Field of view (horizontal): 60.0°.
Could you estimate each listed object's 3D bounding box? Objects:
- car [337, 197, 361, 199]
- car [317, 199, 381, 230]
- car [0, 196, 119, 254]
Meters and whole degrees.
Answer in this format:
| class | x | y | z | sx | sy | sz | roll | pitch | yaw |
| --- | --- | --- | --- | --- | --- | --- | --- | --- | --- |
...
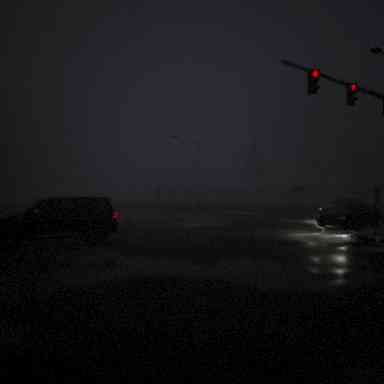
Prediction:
| class | x | y | z | sx | sy | sz | roll | pitch | yaw |
| --- | --- | --- | --- | --- | --- | --- | --- | --- | --- |
| car | 12.294 | 1.269 | 26.885 | 4.553 | 1.767 | 2.097 | 0 | 0 | -35 |
| car | 9.869 | 1.413 | 20.857 | 5.008 | 1.535 | 1.882 | 0 | 0 | -36 |
| car | -5.852 | 1.211 | 13.944 | 5.566 | 2.045 | 2.150 | 0 | 0 | -35 |
